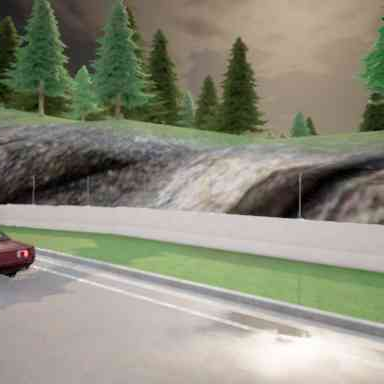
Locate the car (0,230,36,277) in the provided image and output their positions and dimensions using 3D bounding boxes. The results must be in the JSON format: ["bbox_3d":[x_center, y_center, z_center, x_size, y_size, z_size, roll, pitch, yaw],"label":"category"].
[{"bbox_3d":[-6.034,1.386,8.226,4.718,1.301,1.895,2,1,34],"label":"car"}]
